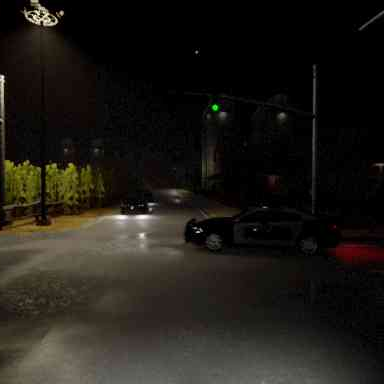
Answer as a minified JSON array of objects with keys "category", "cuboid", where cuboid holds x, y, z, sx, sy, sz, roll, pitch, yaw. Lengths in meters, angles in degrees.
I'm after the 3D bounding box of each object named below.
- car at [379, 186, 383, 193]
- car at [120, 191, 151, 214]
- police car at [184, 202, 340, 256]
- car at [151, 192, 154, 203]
[{"category":"car","cuboid":[43.264,-0.631,74.039,1.905,1.878,3.866,9,9,42]},{"category":"car","cuboid":[-4.599,0.892,26.921,1.837,1.490,4.892,0,1,-4]},{"category":"police car","cuboid":[2.367,1.191,11.746,5.238,1.638,1.930,0,1,10]},{"category":"car","cuboid":[-5.667,0.582,41.170,2.033,1.411,5.357,0,2,-4]}]
